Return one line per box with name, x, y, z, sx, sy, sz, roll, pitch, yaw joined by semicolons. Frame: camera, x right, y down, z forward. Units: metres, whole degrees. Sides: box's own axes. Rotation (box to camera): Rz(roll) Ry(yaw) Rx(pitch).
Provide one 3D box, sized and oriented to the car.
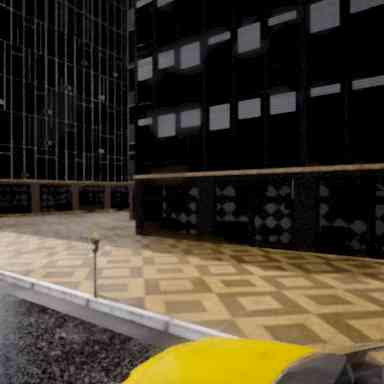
car;1.479;1.526;1.828;4.829;1.417;1.752;0;0;36
